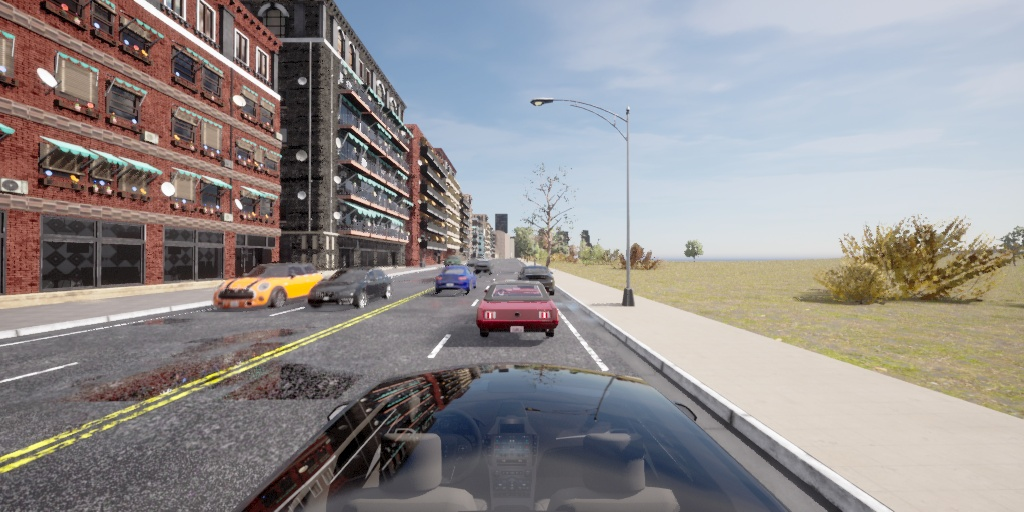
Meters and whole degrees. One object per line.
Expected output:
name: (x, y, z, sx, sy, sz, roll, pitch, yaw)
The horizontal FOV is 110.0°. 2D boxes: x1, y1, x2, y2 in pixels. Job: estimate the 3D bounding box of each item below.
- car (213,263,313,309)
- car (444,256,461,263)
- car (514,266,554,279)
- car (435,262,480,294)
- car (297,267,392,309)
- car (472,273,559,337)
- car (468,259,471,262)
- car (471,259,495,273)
car: (-9.797, 1.104, 14.912, 2.097, 1.767, 4.553, 0, 0, 0)
car: (-9.600, 0.973, 58.213, 2.150, 2.045, 5.566, 0, 0, 0)
car: (1.210, 1.257, 19.435, 1.837, 1.490, 4.892, 0, 0, 0)
car: (-3.075, 1.278, 20.128, 1.812, 1.442, 4.674, 0, 0, 0)
car: (-6.547, 1.256, 15.057, 1.837, 1.490, 4.892, 0, 0, 0)
car: (0.133, 1.352, 10.235, 1.895, 1.301, 4.718, 0, 0, 0)
car: (-6.348, 1.255, 58.410, 1.837, 1.490, 4.892, 0, 0, 0)
car: (-2.997, 1.259, 38.637, 1.837, 1.490, 4.892, 0, 1, 0)
